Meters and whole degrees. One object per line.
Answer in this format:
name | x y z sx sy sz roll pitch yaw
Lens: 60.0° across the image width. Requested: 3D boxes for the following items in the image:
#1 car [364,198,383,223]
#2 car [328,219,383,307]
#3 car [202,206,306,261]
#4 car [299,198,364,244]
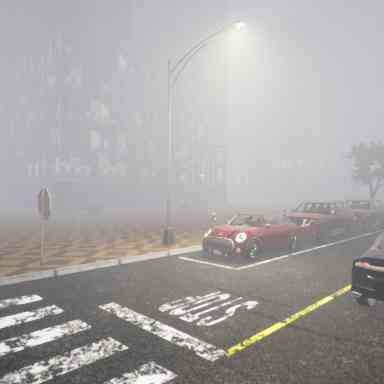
car | 10.227 1.327 20.261 5.009 1.841 2.192 0 0 -45
car | 4.990 1.495 7.003 4.902 1.511 2.128 0 0 -45
car | 2.234 1.448 12.283 4.097 1.590 1.967 0 0 -45
car | 6.231 1.325 16.271 5.009 1.841 2.192 0 0 -45
